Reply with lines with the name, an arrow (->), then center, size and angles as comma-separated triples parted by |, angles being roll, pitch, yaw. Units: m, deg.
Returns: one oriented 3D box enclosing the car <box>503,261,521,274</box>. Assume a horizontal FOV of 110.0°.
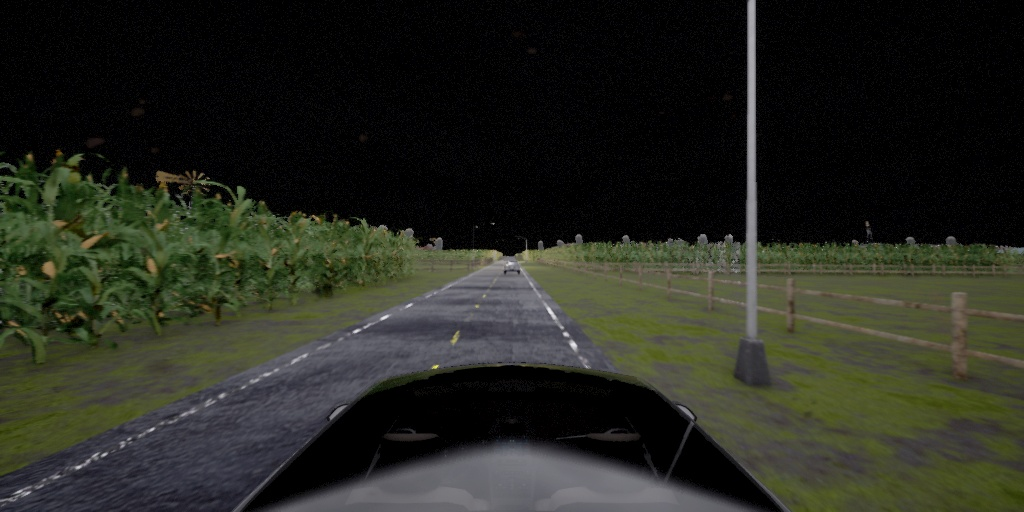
car -> -0.006, 1.272, 39.608 | 2.033, 1.411, 5.357 | 0, 0, 0
